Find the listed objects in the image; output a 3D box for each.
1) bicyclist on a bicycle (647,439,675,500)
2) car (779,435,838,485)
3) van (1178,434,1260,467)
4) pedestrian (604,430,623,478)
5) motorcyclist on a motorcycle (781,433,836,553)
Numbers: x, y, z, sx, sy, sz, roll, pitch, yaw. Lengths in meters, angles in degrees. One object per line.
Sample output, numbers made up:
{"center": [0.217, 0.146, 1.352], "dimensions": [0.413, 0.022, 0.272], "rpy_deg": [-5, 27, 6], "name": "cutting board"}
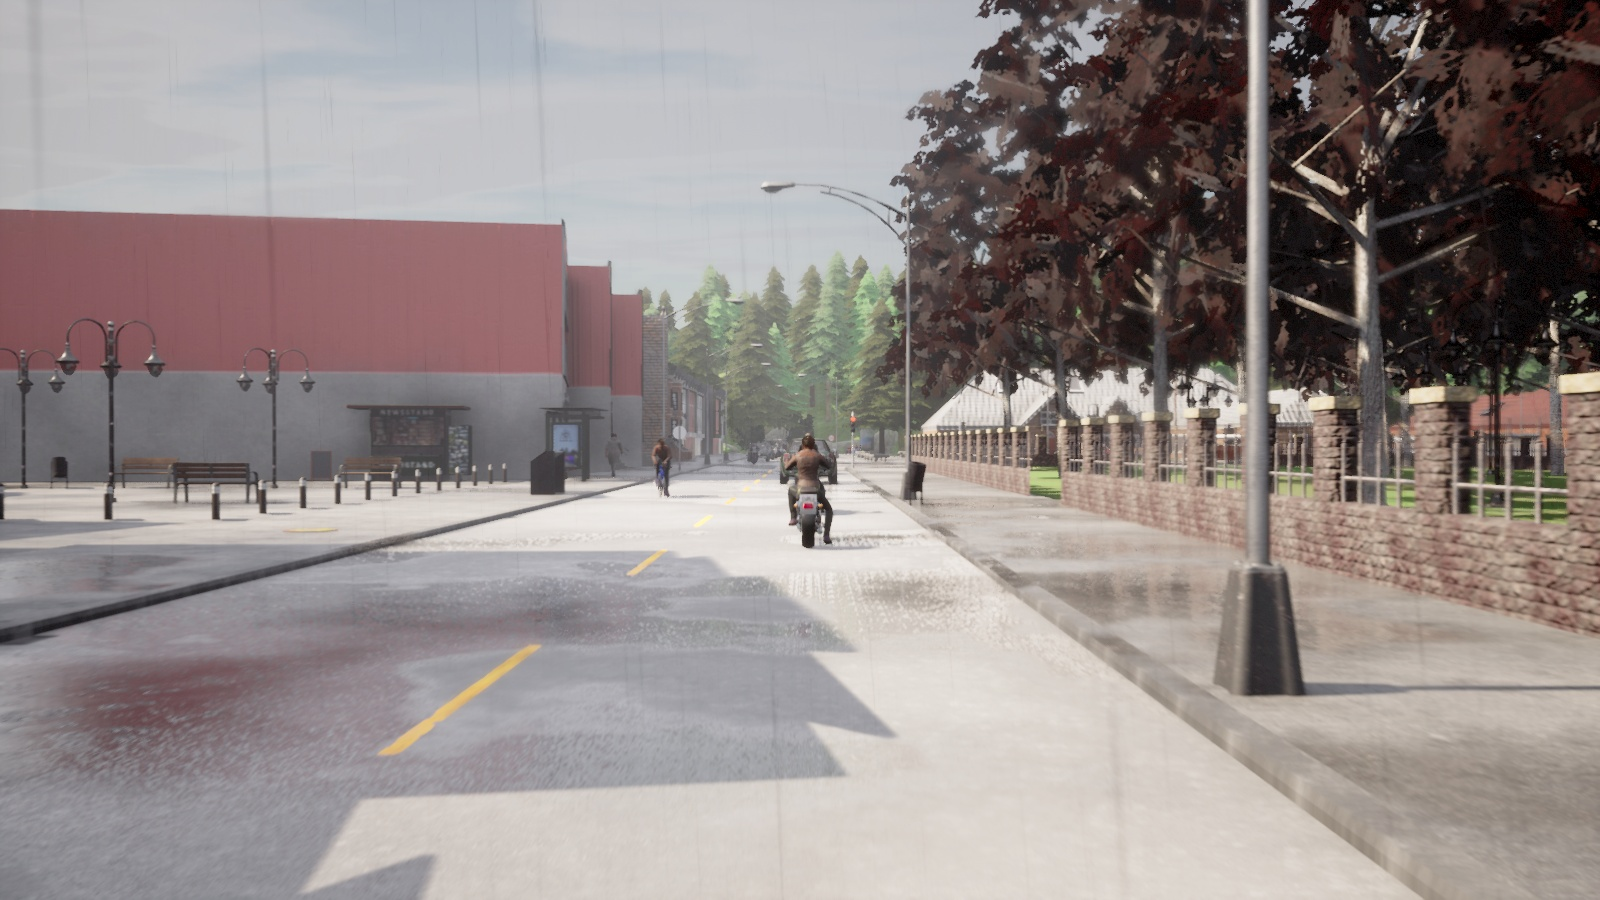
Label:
{"center": [-3.772, 0.504, 34.144], "dimensions": [0.582, 1.620, 1.656], "rpy_deg": [0, 1, 0], "name": "bicyclist on a bicycle"}
{"center": [0.316, 0.342, 46.646], "dimensions": [2.097, 1.767, 4.553], "rpy_deg": [0, 0, 0], "name": "car"}
{"center": [26.449, 0.044, 79.350], "dimensions": [4.480, 2.038, 2.069], "rpy_deg": [0, 0, -1], "name": "van"}
{"center": [-7.734, 0.156, 52.120], "dimensions": [0.659, 1.952, 0.873], "rpy_deg": [0, 0, 0], "name": "pedestrian"}
{"center": [0.121, 0.592, 18.537], "dimensions": [0.766, 1.649, 2.350], "rpy_deg": [0, 0, 0], "name": "motorcyclist on a motorcycle"}
